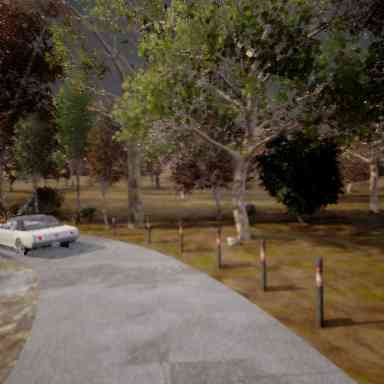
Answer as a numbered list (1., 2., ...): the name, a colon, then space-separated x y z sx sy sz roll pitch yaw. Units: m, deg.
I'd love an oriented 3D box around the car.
1. car: -6.691 1.615 13.545 4.718 1.301 1.895 0 4 39
